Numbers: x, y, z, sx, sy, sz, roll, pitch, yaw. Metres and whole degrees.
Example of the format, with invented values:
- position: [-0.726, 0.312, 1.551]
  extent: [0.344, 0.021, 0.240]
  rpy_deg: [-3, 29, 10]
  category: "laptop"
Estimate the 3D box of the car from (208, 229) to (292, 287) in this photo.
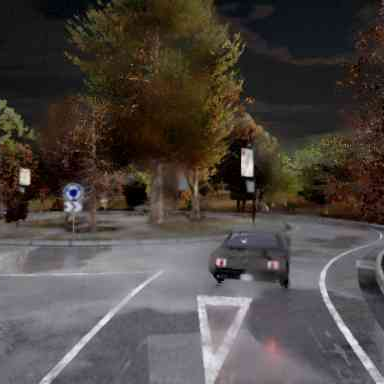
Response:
- position: [1.945, 1.730, 9.801]
  extent: [1.895, 1.301, 4.718]
  rpy_deg: [0, -1, 18]
  category: "car"

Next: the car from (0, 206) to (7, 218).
- position: [-21.229, 2.073, 34.607]
  extent: [2.033, 1.411, 5.357]
  rpy_deg: [0, -1, 20]
  category: "car"

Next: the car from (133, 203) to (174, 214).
- position: [-5.179, 2.201, 45.332]
  extent: [5.357, 1.411, 2.033]
  rpy_deg: [1, -1, 1]
  category: "car"
